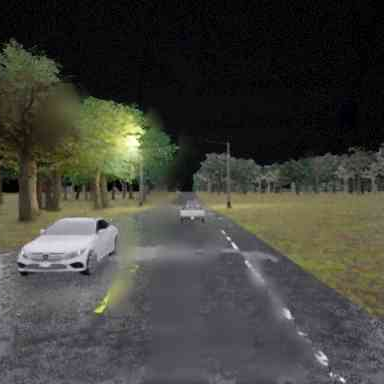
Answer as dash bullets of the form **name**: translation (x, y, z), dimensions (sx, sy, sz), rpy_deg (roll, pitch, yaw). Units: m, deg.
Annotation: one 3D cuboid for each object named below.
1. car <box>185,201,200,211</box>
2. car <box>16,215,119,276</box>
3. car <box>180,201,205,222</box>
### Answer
- **car**: translation (0.044, 1.830, 44.484), dimensions (1.895, 1.301, 4.718), rpy_deg (0, -1, 0)
- **car**: translation (-3.538, 1.498, 10.392), dimensions (1.812, 1.442, 4.674), rpy_deg (0, 0, 1)
- **car**: translation (0.048, 1.630, 26.415), dimensions (1.895, 1.301, 4.718), rpy_deg (0, -1, 0)
